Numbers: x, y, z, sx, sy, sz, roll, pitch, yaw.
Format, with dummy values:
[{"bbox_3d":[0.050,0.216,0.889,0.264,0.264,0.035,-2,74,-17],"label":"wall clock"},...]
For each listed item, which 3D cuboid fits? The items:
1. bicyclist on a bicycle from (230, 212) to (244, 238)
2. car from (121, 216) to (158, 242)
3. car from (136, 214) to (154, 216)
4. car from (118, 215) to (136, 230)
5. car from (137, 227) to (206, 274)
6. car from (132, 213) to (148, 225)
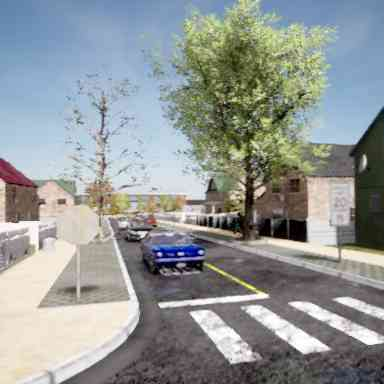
[{"bbox_3d":[3.126,2.085,20.963,1.656,1.620,0.582,-3,0,-15],"label":"bicyclist on a bicycle"},{"bbox_3d":[-3.916,2.827,24.864,2.128,1.511,4.902,0,-3,-15],"label":"car"},{"bbox_3d":[-5.823,3.729,43.635,2.097,1.767,4.553,0,-3,-14],"label":"car"},{"bbox_3d":[-7.739,3.789,39.595,1.895,1.301,4.718,0,-3,-15],"label":"car"},{"bbox_3d":[-0.915,2.287,13.386,1.895,1.301,4.718,0,-3,-15],"label":"car"},{"bbox_3d":[-8.412,4.296,53.303,2.097,1.767,4.553,0,-3,-15],"label":"car"}]
